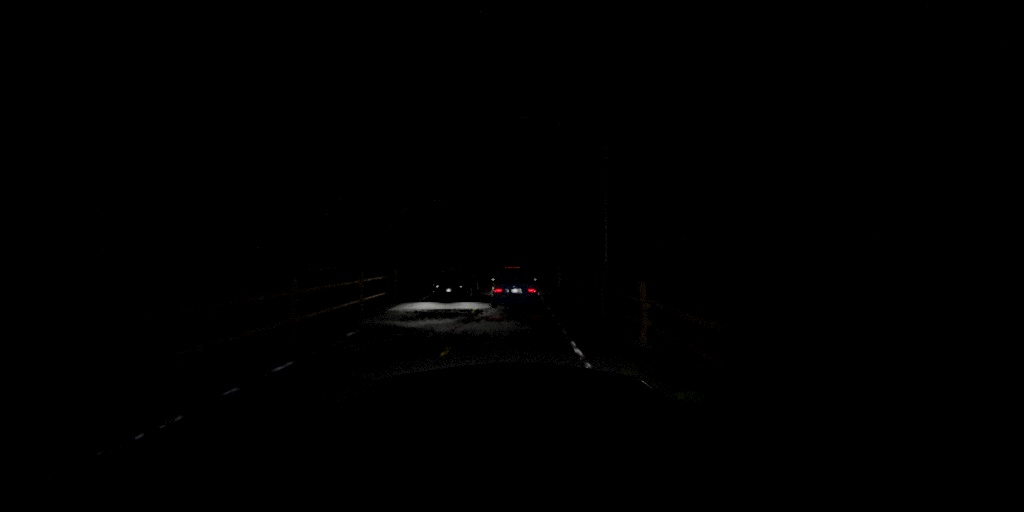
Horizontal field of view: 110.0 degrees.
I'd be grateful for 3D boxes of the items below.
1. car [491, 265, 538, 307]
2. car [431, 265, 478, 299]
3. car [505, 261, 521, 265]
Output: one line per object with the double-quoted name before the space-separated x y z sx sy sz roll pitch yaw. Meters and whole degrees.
"car" 0.098 1.288 15.283 2.033 1.411 5.357 0 0 0
"car" -2.753 1.244 17.988 1.837 1.490 4.892 0 0 0
"car" 0.096 1.238 35.739 1.837 1.490 4.892 0 0 0
